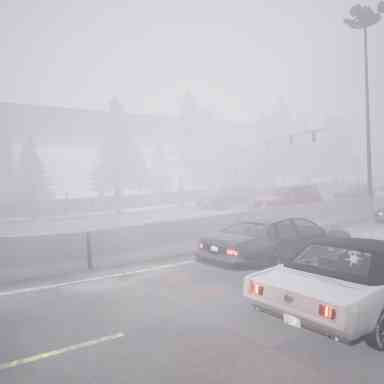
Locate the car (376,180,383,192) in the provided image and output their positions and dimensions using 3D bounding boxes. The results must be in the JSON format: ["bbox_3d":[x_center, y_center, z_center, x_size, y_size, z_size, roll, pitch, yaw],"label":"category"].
[{"bbox_3d":[24.734,-0.853,43.370,5.008,1.535,1.882,-4,2,-36],"label":"car"}]

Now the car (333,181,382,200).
[{"bbox_3d":[16.219,0.004,32.926,5.357,1.411,2.033,-4,2,-36],"label":"car"}]

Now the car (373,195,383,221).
[{"bbox_3d":[10.757,0.868,15.802,5.357,1.411,2.033,-4,2,-36],"label":"car"}]

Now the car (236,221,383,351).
[{"bbox_3d":[3.244,1.506,6.086,4.718,1.301,1.895,-2,1,-36],"label":"car"}]

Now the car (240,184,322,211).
[{"bbox_3d":[6.034,0.583,21.275,5.566,2.045,2.150,-4,2,-36],"label":"car"}]

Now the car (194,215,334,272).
[{"bbox_3d":[2.608,1.400,9.938,5.357,1.411,2.033,-3,1,-36],"label":"car"}]

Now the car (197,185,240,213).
[{"bbox_3d":[3.005,0.508,27.722,5.566,2.045,2.150,-4,2,-36],"label":"car"}]
